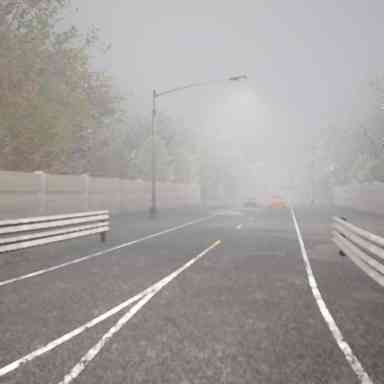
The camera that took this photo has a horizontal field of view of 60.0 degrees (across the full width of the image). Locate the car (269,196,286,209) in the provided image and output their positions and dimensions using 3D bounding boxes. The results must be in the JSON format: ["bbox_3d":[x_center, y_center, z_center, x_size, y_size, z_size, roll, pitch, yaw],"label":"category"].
[{"bbox_3d":[11.389,1.272,44.219,2.097,1.767,4.553,0,0,16],"label":"car"}]

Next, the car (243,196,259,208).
[{"bbox_3d":[8.185,1.376,45.966,1.837,1.490,4.892,2,0,16],"label":"car"}]

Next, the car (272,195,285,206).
[{"bbox_3d":[13.987,1.365,53.395,1.882,1.535,5.008,0,0,16],"label":"car"}]
